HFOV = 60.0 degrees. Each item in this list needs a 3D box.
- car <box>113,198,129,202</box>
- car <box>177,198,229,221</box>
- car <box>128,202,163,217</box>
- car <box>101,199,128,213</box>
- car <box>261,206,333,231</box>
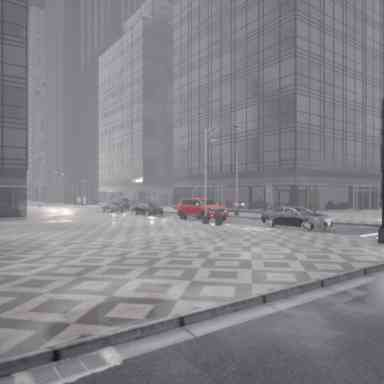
[{"bbox_3d":[-11.871,1.966,53.031,2.150,2.045,5.566,0,-1,-36],"label":"car"},{"bbox_3d":[0.849,1.562,30.033,2.150,2.045,5.566,0,-1,-37],"label":"car"},{"bbox_3d":[-5.121,1.975,38.286,1.882,1.535,5.008,0,-1,-36],"label":"car"},{"bbox_3d":[-11.206,2.164,46.753,1.837,1.490,4.892,0,-1,-35],"label":"car"},{"bbox_3d":[6.758,1.678,21.899,2.128,1.511,4.902,0,-1,-36],"label":"car"}]
